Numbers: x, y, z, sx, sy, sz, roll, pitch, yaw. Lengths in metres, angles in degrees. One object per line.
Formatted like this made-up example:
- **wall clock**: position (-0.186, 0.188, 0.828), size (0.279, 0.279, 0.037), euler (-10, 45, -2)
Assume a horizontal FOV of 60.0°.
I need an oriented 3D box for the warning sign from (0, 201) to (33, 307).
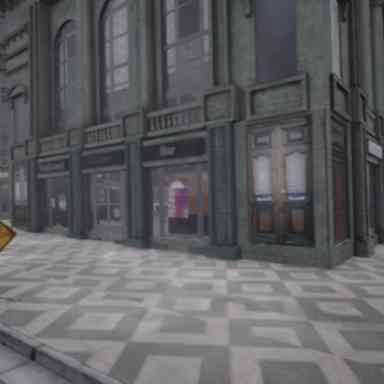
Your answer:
- **warning sign**: position (-3.890, 1.126, 6.132), size (1.060, 1.860, 1.300), euler (-2, 0, 36)
